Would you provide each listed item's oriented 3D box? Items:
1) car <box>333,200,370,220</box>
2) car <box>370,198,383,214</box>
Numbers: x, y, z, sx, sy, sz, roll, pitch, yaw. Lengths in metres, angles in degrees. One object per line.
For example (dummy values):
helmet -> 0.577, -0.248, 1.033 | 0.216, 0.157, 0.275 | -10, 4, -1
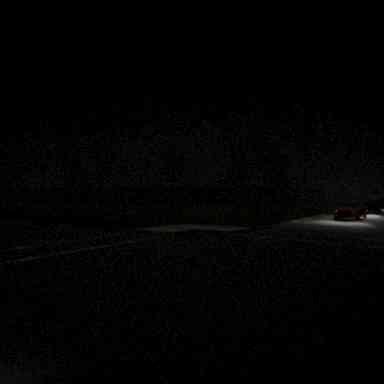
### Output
car -> 13.501, 1.490, 28.322 | 1.882, 1.535, 5.008 | 0, 0, 36
car -> 19.449, 1.614, 36.484 | 1.895, 1.301, 4.718 | 0, 0, 36
